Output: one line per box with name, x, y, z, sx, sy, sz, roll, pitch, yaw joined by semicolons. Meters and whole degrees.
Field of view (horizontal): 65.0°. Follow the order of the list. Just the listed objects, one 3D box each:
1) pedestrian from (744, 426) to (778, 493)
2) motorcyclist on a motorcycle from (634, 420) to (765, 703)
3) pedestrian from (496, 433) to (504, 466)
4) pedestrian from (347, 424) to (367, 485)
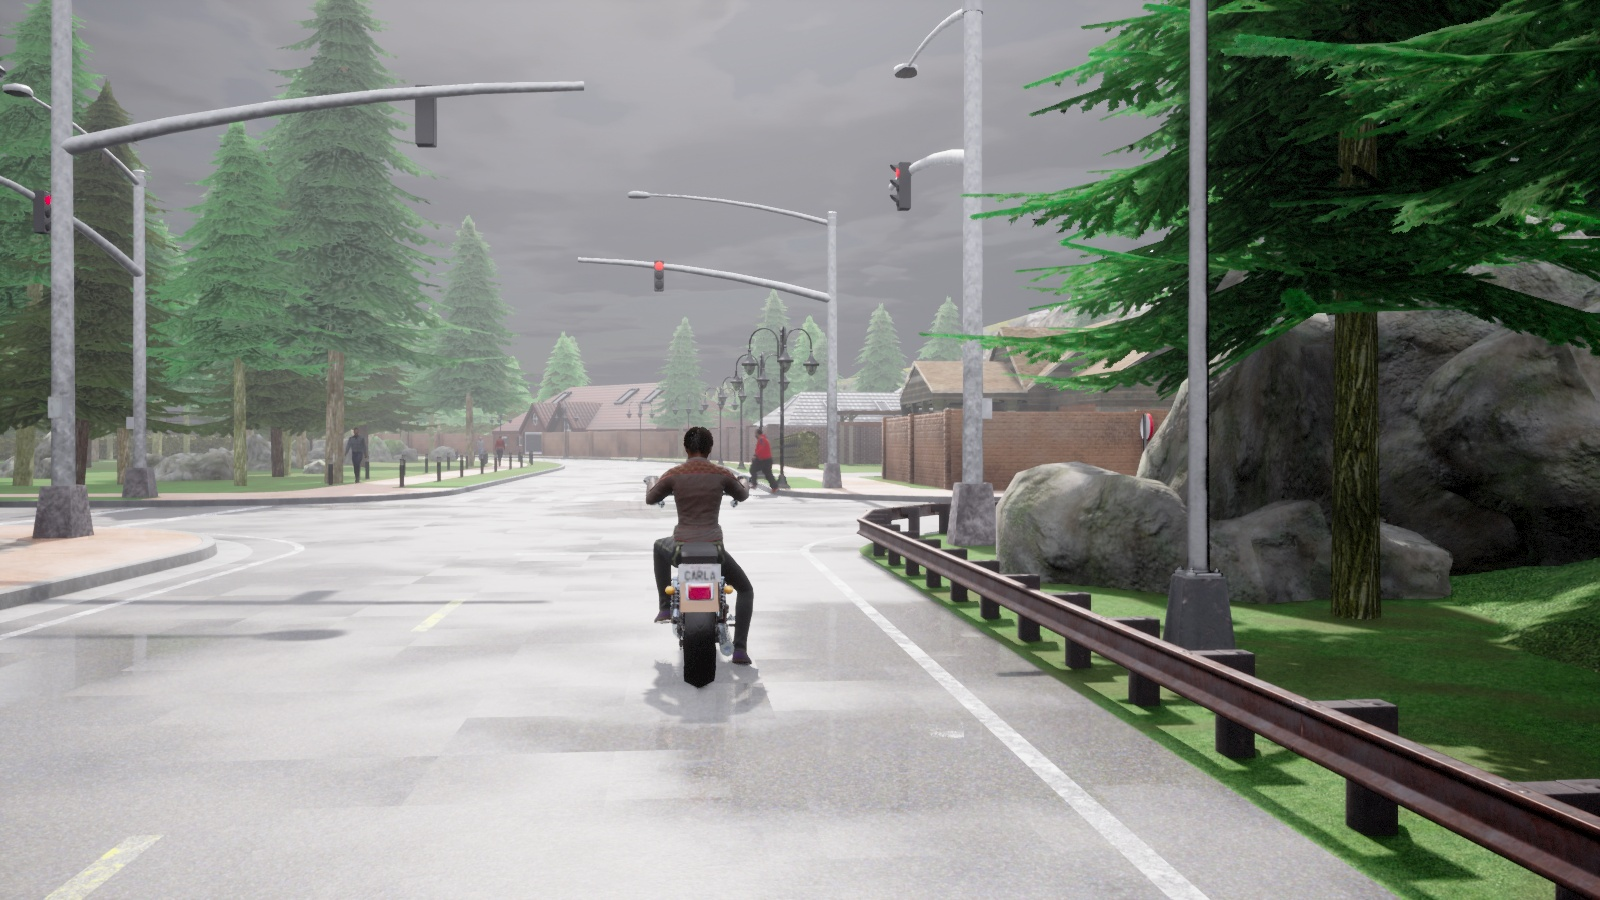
pedestrian;-1.089;0.263;34.984;0.899;1.844;0.634;0;0;-6
motorcyclist on a motorcycle;-0.693;0.648;8.534;0.766;1.649;2.350;0;0;-5
pedestrian;-16.523;-0.032;69.179;0.331;1.846;0.636;0;0;-8
pedestrian;-14.308;0.132;40.556;0.423;1.949;0.788;0;0;-6
